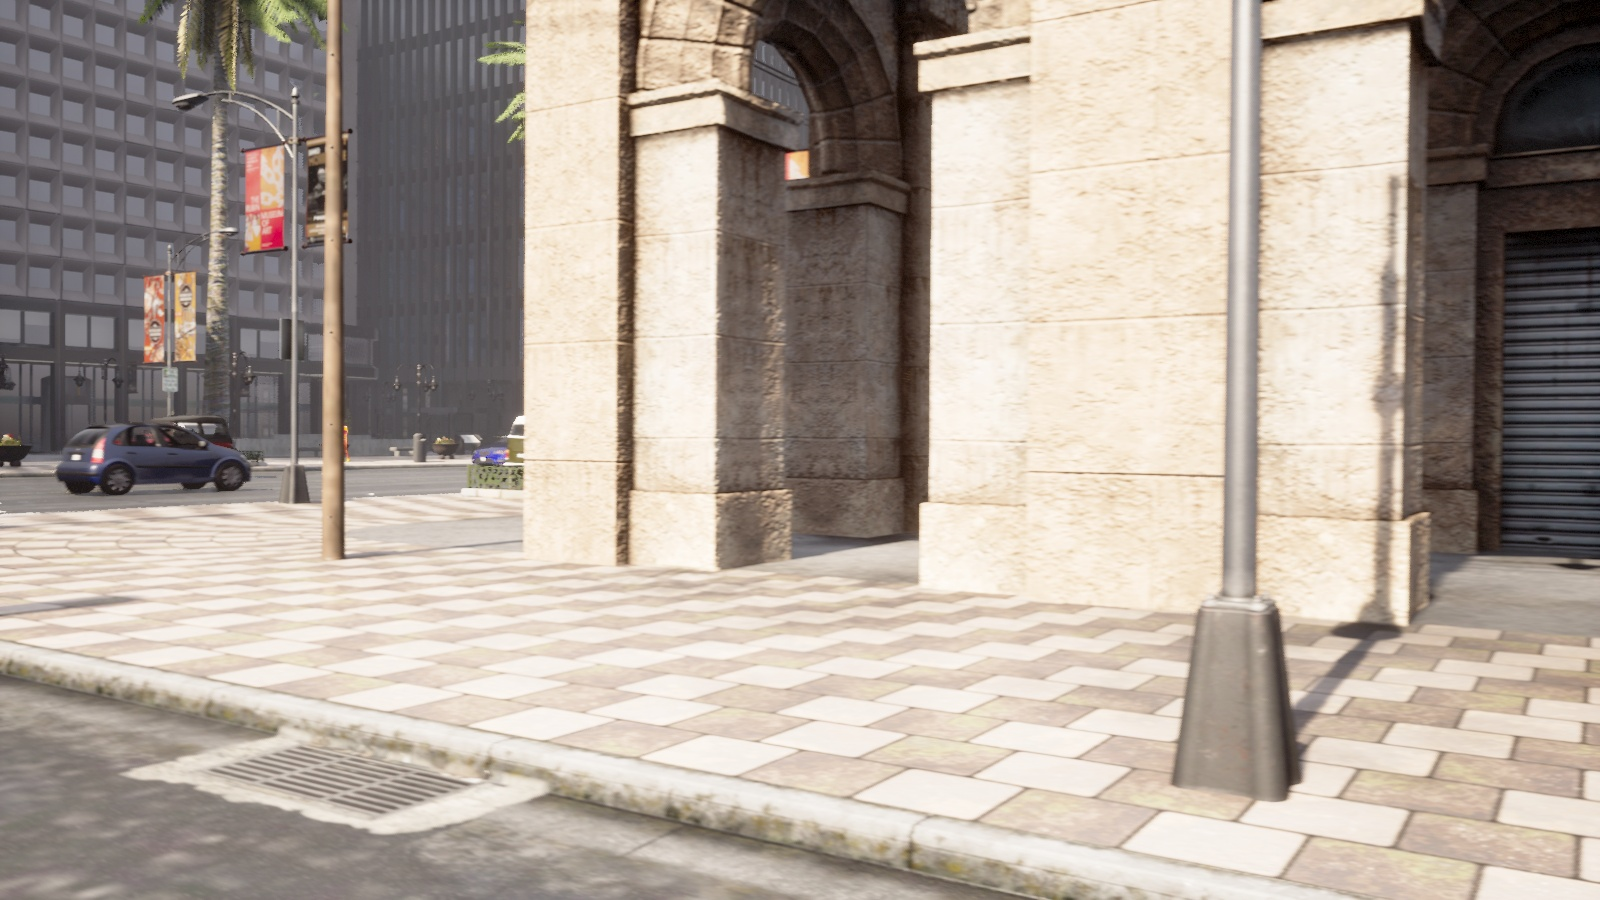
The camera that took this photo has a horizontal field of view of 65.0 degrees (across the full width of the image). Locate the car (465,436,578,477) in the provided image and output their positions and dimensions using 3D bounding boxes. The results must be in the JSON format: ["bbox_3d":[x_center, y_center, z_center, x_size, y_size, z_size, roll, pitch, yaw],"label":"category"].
[{"bbox_3d":[-10.699,0.233,48.533,1.816,1.474,4.193,0,1,32],"label":"car"}]

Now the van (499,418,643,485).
[{"bbox_3d":[-7.341,0.012,40.697,2.069,2.038,4.480,0,1,32],"label":"van"}]

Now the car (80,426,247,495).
[{"bbox_3d":[-18.394,0.251,36.436,1.905,1.878,3.866,0,1,34],"label":"car"}]

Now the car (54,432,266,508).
[{"bbox_3d":[-14.768,0.410,29.183,1.851,1.617,3.988,0,1,33],"label":"car"}]
